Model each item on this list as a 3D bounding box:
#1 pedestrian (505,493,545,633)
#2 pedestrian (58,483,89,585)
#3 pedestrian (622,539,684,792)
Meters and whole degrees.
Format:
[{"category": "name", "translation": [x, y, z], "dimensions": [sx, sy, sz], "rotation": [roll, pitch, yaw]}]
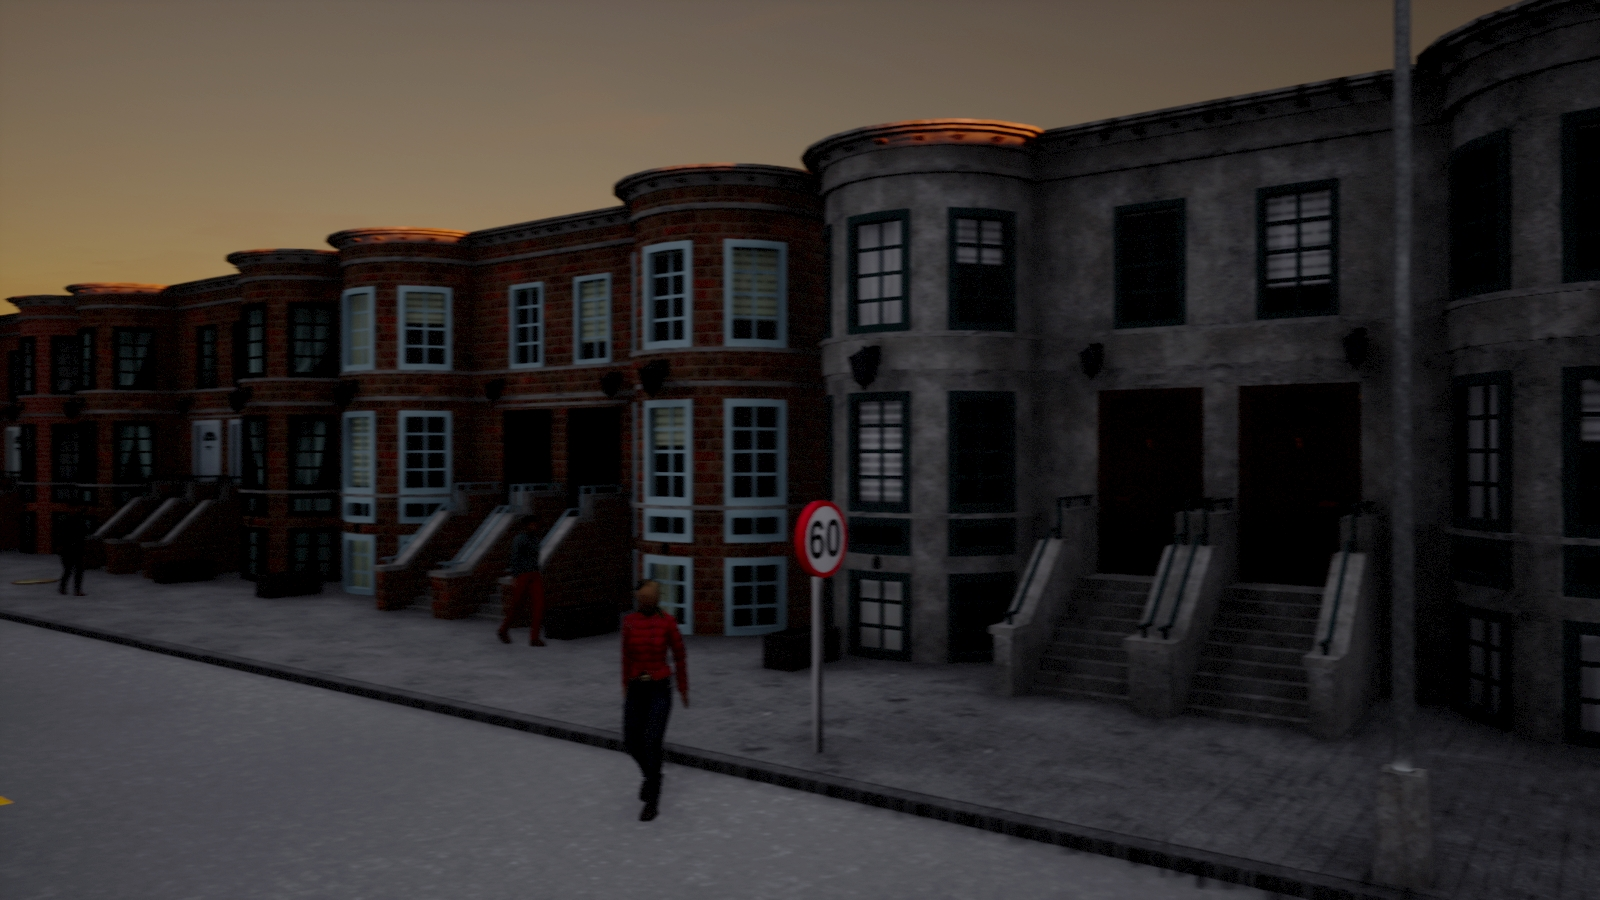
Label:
[{"category": "pedestrian", "translation": [-3.781, 1.535, 15.686], "dimensions": [0.375, 1.860, 0.375], "rotation": [0, 0, 33]}, {"category": "pedestrian", "translation": [-13.535, 1.552, 21.292], "dimensions": [0.375, 1.860, 0.375], "rotation": [0, 0, 36]}, {"category": "pedestrian", "translation": [-1.127, 1.633, 8.781], "dimensions": [0.375, 1.860, 0.375], "rotation": [0, 0, 10]}]
